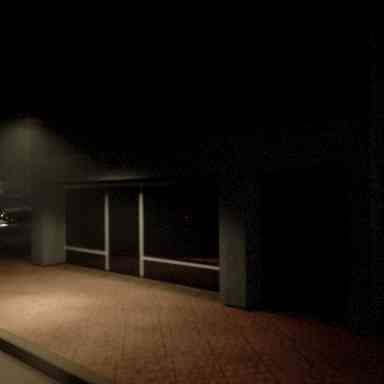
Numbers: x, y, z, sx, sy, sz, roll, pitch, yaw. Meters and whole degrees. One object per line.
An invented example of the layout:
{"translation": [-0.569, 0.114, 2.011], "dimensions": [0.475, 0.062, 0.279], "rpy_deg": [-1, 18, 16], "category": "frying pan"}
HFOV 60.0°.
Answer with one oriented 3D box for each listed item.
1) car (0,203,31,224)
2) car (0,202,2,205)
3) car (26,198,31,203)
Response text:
{"translation": [-13.504, 1.876, 28.127], "dimensions": [1.994, 1.385, 4.181], "rpy_deg": [-1, 0, 36], "category": "car"}
{"translation": [-18.213, 1.857, 27.604], "dimensions": [1.837, 1.490, 4.892], "rpy_deg": [-1, 0, 36], "category": "car"}
{"translation": [-30.518, 1.869, 65.096], "dimensions": [4.605, 1.855, 1.932], "rpy_deg": [-1, 0, 35], "category": "car"}
